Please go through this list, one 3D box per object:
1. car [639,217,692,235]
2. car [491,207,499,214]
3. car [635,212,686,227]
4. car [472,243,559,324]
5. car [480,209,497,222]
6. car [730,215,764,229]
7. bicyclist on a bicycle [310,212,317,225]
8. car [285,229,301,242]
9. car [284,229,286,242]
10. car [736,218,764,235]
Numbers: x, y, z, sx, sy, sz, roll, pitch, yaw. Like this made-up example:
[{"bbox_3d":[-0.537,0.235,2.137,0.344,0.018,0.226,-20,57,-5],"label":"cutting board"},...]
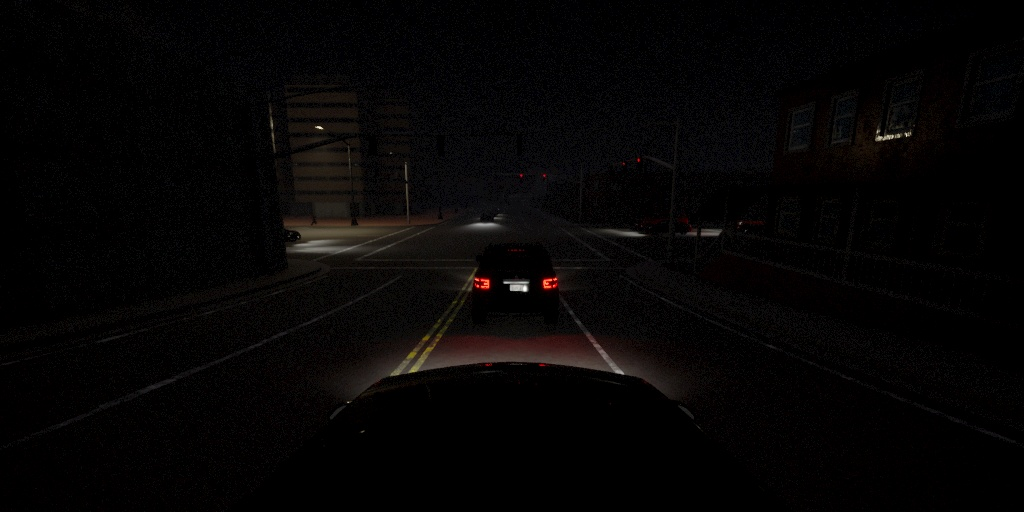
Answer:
[{"bbox_3d":[15.945,-2.982,36.730,4.674,1.442,1.812,0,10,0],"label":"car"},{"bbox_3d":[-3.747,-7.748,64.580,1.812,1.442,4.674,0,10,0],"label":"car"},{"bbox_3d":[16.750,-3.871,40.134,5.566,2.045,2.150,0,10,0],"label":"car"},{"bbox_3d":[0.059,0.601,10.748,2.150,2.045,5.566,0,4,-1],"label":"car"},{"bbox_3d":[-3.751,-5.887,54.128,1.895,1.301,4.718,0,10,0],"label":"car"},{"bbox_3d":[27.028,-3.736,40.148,4.553,1.767,2.097,0,10,0],"label":"car"},{"bbox_3d":[-25.398,-4.790,45.850,0.582,1.620,1.656,0,10,0],"label":"bicyclist on a bicycle"},{"bbox_3d":[-20.119,-1.810,29.628,4.892,1.490,1.837,0,10,0],"label":"car"},{"bbox_3d":[-19.923,-1.235,26.183,4.902,1.511,2.128,0,10,0],"label":"car"},{"bbox_3d":[26.182,-2.902,36.743,4.718,1.301,1.895,0,10,0],"label":"car"}]
